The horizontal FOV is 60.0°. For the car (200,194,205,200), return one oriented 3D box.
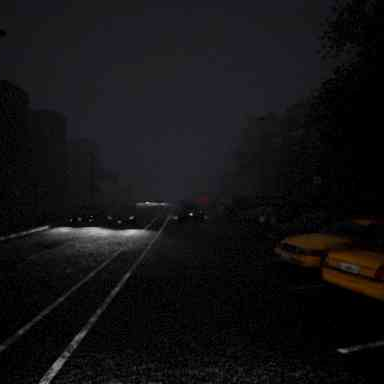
[{"bbox_3d":[4.241,1.378,45.815,5.366,1.575,1.946,1,0,-23],"label":"car"}]

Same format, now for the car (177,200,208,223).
[{"bbox_3d":[-0.103,1.550,25.517,1.994,1.385,4.181,0,0,-1],"label":"car"}]

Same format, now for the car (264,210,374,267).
[{"bbox_3d":[5.129,1.491,10.223,5.366,1.575,1.946,1,0,-20],"label":"car"}]

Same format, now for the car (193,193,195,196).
[{"bbox_3d":[3.336,1.322,63.677,4.892,1.521,2.231,1,0,-24],"label":"car"}]

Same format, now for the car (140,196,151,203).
[{"bbox_3d":[-9.080,1.407,64.749,1.994,1.385,4.181,0,0,-4],"label":"car"}]

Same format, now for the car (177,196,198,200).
[{"bbox_3d":[-0.653,1.517,42.060,1.895,1.301,4.718,0,0,-2],"label":"car"}]

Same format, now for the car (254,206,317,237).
[{"bbox_3d":[5.299,1.496,13.261,4.892,1.521,2.231,1,0,-20],"label":"car"}]

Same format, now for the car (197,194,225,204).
[{"bbox_3d":[3.507,1.202,60.708,4.553,1.767,2.185,1,0,-24],"label":"car"}]

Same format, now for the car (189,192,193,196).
[{"bbox_3d":[2.616,1.301,72.567,5.008,1.535,2.097,1,0,-25],"label":"car"}]

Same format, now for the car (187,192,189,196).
[{"bbox_3d":[2.103,1.294,78.482,5.008,1.535,2.097,1,0,-26],"label":"car"}]

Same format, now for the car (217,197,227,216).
[{"bbox_3d":[5.064,1.463,28.118,5.008,1.535,2.097,1,0,-22],"label":"car"}]

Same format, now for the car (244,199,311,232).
[{"bbox_3d":[5.243,1.365,16.223,4.553,1.767,2.185,1,0,-21],"label":"car"}]

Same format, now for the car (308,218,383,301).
[{"bbox_3d":[5.479,1.494,7.382,5.366,1.575,1.946,1,0,-20],"label":"car"}]

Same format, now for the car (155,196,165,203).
[{"bbox_3d":[-6.243,1.444,64.495,1.895,1.301,4.718,0,0,-4],"label":"car"}]

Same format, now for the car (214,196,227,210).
[{"bbox_3d":[5.165,1.451,31.156,5.366,1.575,1.946,1,0,-22],"label":"car"}]

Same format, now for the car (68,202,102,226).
[{"bbox_3d":[-7.209,1.500,23.601,1.837,1.490,4.892,0,0,-1],"label":"car"}]

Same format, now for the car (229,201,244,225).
[{"bbox_3d":[5.196,1.520,22.174,4.674,1.452,2.002,1,0,-21],"label":"car"}]

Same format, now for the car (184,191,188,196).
[{"bbox_3d":[1.222,1.288,87.351,5.008,1.535,2.097,1,0,-26],"label":"car"}]

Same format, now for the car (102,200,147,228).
[{"bbox_3d":[-4.384,1.522,22.247,1.812,1.442,4.674,0,0,-1],"label":"car"}]

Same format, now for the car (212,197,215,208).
[{"bbox_3d":[4.889,1.480,34.056,4.674,1.452,2.002,1,0,-22],"label":"car"}]

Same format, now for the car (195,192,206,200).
[{"bbox_3d":[3.952,1.096,54.802,5.566,2.045,2.435,1,0,-24],"label":"car"}]

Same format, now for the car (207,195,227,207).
[{"bbox_3d":[4.676,1.451,39.954,4.674,1.452,2.002,1,0,-23],"label":"car"}]

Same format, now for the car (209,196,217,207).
[{"bbox_3d":[4.772,1.466,37.001,4.674,1.452,2.002,0,1,-22],"label":"car"}]

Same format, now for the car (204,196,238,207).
[{"bbox_3d":[4.262,1.410,48.855,4.674,1.452,2.002,1,0,-23],"label":"car"}]

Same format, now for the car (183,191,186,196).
[{"bbox_3d":[0.889,1.287,90.310,5.008,1.535,2.097,1,0,-26],"label":"car"}]

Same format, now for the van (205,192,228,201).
[{"bbox_3d":[4.448,1.169,42.872,4.442,1.987,1.878,1,1,-23],"label":"van"}]

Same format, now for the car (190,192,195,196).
[{"bbox_3d":[2.841,1.336,69.592,4.792,1.488,2.163,1,0,-25],"label":"car"}]

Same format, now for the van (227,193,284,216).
[{"bbox_3d":[5.248,1.248,25.193,4.442,1.987,1.878,1,0,-21],"label":"van"}]
